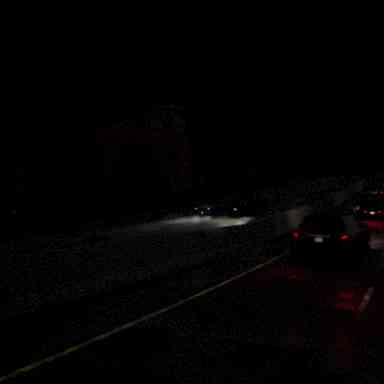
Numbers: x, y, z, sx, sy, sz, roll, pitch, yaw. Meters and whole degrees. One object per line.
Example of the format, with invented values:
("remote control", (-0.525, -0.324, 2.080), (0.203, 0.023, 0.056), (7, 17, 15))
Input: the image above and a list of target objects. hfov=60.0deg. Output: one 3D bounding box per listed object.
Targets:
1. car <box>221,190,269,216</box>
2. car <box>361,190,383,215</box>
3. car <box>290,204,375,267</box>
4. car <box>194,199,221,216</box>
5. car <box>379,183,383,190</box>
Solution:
("car", (5.310, 0.955, 31.242), (2.150, 2.045, 5.566), (-2, 3, 35))
("car", (13.730, 0.969, 24.781), (1.837, 1.490, 4.892), (-2, 4, 35))
("car", (5.381, 1.550, 12.665), (2.097, 1.767, 4.553), (-2, 0, 35))
("car", (2.191, 1.471, 32.871), (1.895, 1.301, 4.718), (-2, 3, 35))
("car", (20.977, -0.259, 35.351), (1.812, 1.442, 4.674), (-2, 5, 35))
